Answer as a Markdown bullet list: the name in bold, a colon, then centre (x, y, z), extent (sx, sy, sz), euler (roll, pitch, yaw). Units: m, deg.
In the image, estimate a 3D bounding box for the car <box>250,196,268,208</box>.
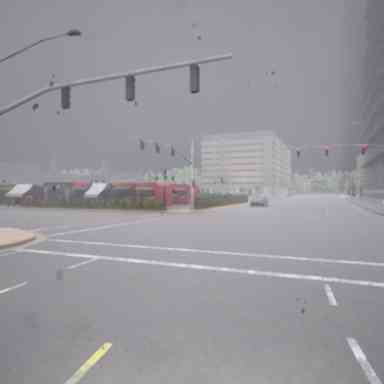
- **car**: centre (9.326, 1.328, 46.028), extent (1.882, 1.535, 5.008), euler (0, 0, 22)
